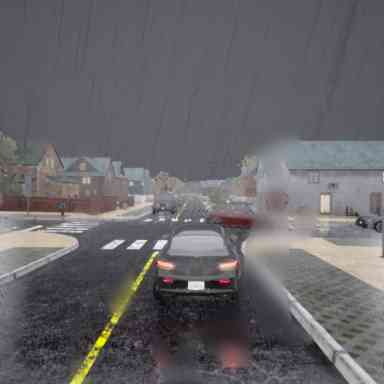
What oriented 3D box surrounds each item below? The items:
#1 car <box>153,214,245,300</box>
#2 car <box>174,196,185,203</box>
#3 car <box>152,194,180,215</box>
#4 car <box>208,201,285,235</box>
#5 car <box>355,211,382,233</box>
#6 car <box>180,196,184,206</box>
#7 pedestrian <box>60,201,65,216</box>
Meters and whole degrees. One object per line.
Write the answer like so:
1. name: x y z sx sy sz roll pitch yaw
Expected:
1. car: 0.175 1.523 8.303 1.812 1.442 4.674 0 0 2
2. car: -2.579 1.534 68.099 1.994 1.385 4.181 0 0 0
3. car: -2.768 1.213 34.350 2.150 2.045 5.566 0 0 1
4. car: 3.174 1.434 19.782 4.553 1.767 2.097 2 1 27
5. car: 12.887 1.825 21.419 4.181 1.385 1.994 1 1 1
6. car: -2.704 1.548 49.775 1.994 1.385 4.181 0 0 1
7. pedestrian: -9.620 1.242 24.741 0.500 1.100 0.500 0 0 1
